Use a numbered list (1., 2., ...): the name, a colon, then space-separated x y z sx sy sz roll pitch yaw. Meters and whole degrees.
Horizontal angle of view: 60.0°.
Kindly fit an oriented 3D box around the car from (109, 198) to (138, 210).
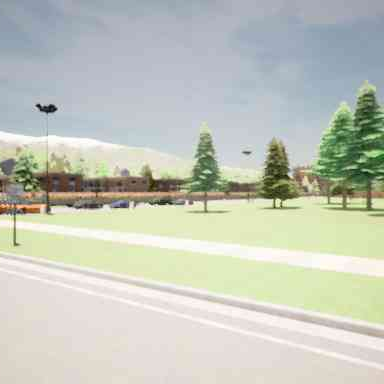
1. car: -10.893 1.974 52.098 1.812 1.442 4.674 -1 0 35

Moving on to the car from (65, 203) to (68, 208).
1. car: -19.579 2.169 57.945 1.895 1.301 4.718 -1 0 35

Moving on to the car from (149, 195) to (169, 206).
1. car: -6.045 1.711 65.038 2.150 2.045 5.566 -1 -1 35

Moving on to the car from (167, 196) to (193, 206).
1. car: -1.902 1.997 64.851 2.033 1.411 5.357 -1 0 35

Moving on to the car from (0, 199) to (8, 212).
1. car: -28.141 1.919 45.737 2.097 1.767 4.553 -1 0 35

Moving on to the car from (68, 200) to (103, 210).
1. car: -15.923 1.993 51.009 1.837 1.490 4.892 -1 -1 35

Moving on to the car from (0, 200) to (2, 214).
1. car: -23.984 1.839 39.467 2.097 1.767 4.553 -1 0 35

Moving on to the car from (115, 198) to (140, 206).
1. car: -13.003 2.069 67.261 1.837 1.490 4.892 -1 0 35

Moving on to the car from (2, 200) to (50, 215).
1. car: -19.495 1.799 39.785 2.097 1.767 4.553 -1 0 35
